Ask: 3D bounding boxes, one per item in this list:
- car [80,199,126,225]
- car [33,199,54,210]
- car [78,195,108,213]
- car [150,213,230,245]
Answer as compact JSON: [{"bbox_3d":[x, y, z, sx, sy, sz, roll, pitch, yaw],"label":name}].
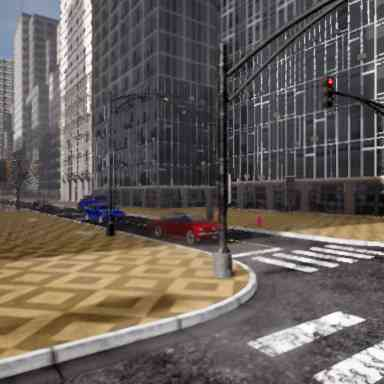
[{"bbox_3d":[-6.908,1.623,26.142,1.882,1.535,5.008,0,1,-35],"label":"car"},{"bbox_3d":[-20.399,1.722,45.392,2.033,1.411,5.357,0,0,-35],"label":"car"},{"bbox_3d":[-11.182,1.375,37.732,2.150,2.045,5.566,0,0,-35],"label":"car"},{"bbox_3d":[-0.246,1.731,16.716,1.895,1.301,4.718,0,0,-35],"label":"car"}]
